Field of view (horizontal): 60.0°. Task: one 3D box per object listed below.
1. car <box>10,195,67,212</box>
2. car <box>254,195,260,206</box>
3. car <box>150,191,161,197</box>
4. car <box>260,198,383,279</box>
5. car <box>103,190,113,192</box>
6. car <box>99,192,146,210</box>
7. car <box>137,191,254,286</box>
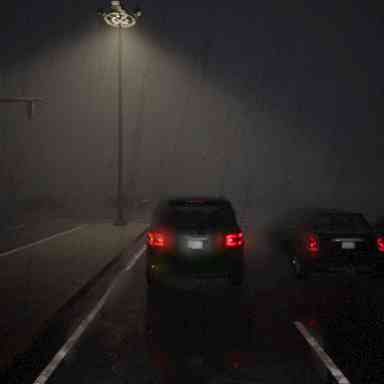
[{"bbox_3d":[-14.145,1.014,30.619,5.008,1.535,1.882,0,1,6],"label":"car"},{"bbox_3d":[7.068,0.976,38.739,1.994,1.385,4.181,0,1,0],"label":"car"},{"bbox_3d":[-8.060,0.471,74.307,1.895,1.301,4.718,0,1,0],"label":"car"},{"bbox_3d":[3.571,1.203,9.714,2.097,1.767,4.553,0,1,0],"label":"car"},{"bbox_3d":[-15.094,0.455,59.226,2.097,1.767,4.553,0,1,0],"label":"car"},{"bbox_3d":[-6.553,1.001,33.249,4.892,1.490,1.837,0,-1,16],"label":"car"},{"bbox_3d":[0.072,1.081,9.145,2.150,2.045,5.566,0,1,0],"label":"car"}]
